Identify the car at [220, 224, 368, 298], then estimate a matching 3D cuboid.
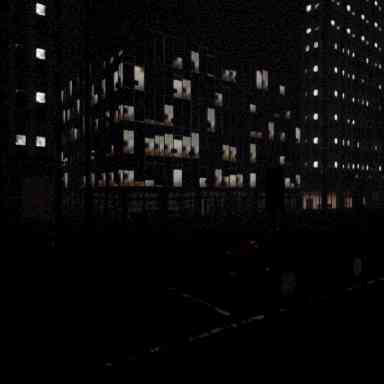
[{"bbox_3d":[2.728,1.545,8.507,4.507,1.381,1.887,0,0,-36],"label":"car"}]
